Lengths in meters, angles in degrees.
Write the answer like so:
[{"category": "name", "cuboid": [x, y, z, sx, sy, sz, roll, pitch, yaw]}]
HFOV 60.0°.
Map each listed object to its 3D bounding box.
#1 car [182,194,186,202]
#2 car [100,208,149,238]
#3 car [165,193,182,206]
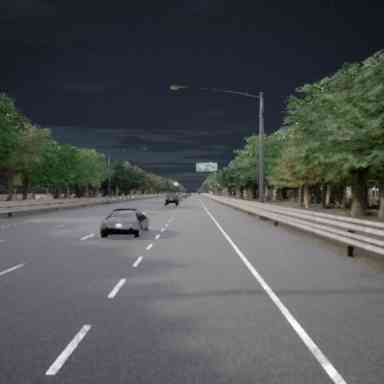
[{"category": "car", "cuboid": [-3.145, 1.596, 81.762, 2.033, 1.411, 5.357, 0, 0, 0]}, {"category": "car", "cuboid": [-3.485, 1.568, 17.852, 1.994, 1.385, 4.181, 0, 0, 0]}, {"category": "car", "cuboid": [-3.333, 1.261, 56.639, 2.150, 2.045, 5.566, 0, 0, 0]}]
